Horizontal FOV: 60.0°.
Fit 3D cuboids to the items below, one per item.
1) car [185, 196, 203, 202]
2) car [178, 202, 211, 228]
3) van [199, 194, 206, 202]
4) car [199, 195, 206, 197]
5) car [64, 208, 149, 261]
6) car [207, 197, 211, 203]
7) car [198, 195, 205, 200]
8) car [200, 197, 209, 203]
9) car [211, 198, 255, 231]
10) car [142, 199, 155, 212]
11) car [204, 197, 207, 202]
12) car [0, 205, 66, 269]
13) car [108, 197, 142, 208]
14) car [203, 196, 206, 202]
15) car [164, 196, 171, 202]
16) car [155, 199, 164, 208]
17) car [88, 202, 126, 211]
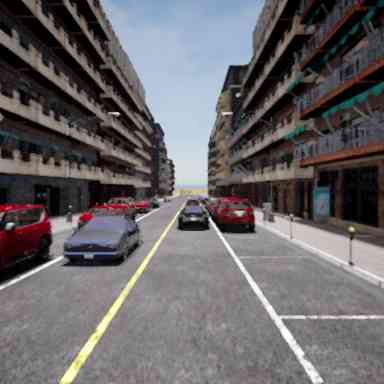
[{"bbox_3d":[0.098,1.592,43.359,1.812,1.442,4.674,0,0,0],"label":"car"},{"bbox_3d":[0.098,1.603,22.236,1.994,1.385,4.181,0,0,0],"label":"car"},{"bbox_3d":[2.669,1.440,83.117,1.690,1.788,3.998,-1,0,0],"label":"van"},{"bbox_3d":[2.676,1.649,60.458,1.947,1.339,4.313,-1,0,0],"label":"car"},{"bbox_3d":[-3.101,1.571,12.681,2.033,1.411,5.357,0,0,0],"label":"car"},{"bbox_3d":[2.639,1.360,26.472,2.192,1.841,5.009,-1,0,0],"label":"car"},{"bbox_3d":[2.670,1.541,94.447,1.967,1.590,4.097,-1,0,0],"label":"car"},{"bbox_3d":[2.674,1.675,71.788,1.802,1.307,4.206,-1,0,0],"label":"car"},{"bbox_3d":[2.639,1.352,20.807,2.192,1.841,5.009,-1,0,0],"label":"car"},{"bbox_3d":[-5.705,1.604,37.741,1.887,1.381,4.507,-1,0,0],"label":"car"},{"bbox_3d":[2.642,1.605,37.801,1.887,1.381,4.507,-1,0,0],"label":"car"},{"bbox_3d":[-5.708,1.333,9.418,2.192,1.841,5.009,-1,0,0],"label":"car"},{"bbox_3d":[-5.708,1.360,26.411,2.192,1.841,5.009,-1,0,0],"label":"car"},{"bbox_3d":[2.648,1.632,43.465,1.947,1.339,4.313,-1,0,0],"label":"car"},{"bbox_3d":[-5.707,1.647,77.396,2.008,1.369,4.403,-1,0,0],"label":"car"},{"bbox_3d":[-5.705,1.638,49.071,1.947,1.339,4.313,-1,0,0],"label":"car"},{"bbox_3d":[-5.704,1.581,20.748,1.887,1.381,4.507,-1,0,0],"label":"car"}]
